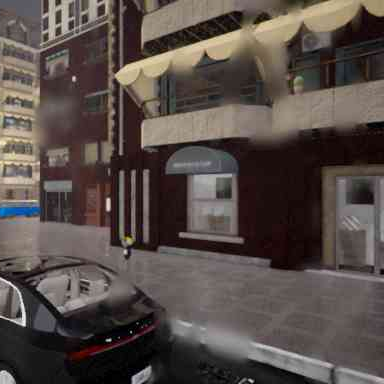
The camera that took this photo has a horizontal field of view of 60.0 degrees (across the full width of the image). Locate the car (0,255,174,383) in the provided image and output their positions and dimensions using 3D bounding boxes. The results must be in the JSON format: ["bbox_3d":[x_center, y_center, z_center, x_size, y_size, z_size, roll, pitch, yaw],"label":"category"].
[{"bbox_3d":[-2.263,1.549,4.483,4.403,1.369,2.008,0,0,35],"label":"car"}]

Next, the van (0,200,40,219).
[{"bbox_3d":[-16.559,1.694,32.133,1.690,1.788,3.998,-1,-2,35],"label":"van"}]
